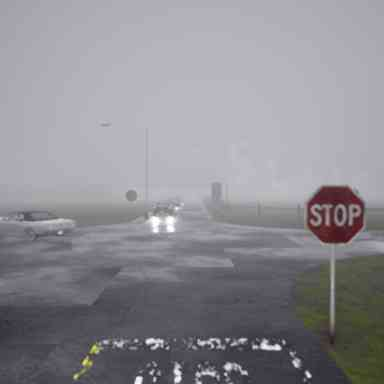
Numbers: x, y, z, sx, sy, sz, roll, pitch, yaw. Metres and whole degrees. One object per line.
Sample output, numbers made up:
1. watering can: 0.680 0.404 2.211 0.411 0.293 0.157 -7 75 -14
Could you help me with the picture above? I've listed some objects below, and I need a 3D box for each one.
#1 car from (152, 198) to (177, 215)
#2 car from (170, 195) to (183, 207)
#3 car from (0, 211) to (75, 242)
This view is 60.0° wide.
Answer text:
1. car: -2.772 1.539 33.022 1.895 1.301 4.718 0 0 0
2. car: -2.719 1.474 49.033 1.994 1.385 4.181 0 0 1
3. car: -8.156 1.567 16.109 4.718 1.301 1.895 0 1 21
